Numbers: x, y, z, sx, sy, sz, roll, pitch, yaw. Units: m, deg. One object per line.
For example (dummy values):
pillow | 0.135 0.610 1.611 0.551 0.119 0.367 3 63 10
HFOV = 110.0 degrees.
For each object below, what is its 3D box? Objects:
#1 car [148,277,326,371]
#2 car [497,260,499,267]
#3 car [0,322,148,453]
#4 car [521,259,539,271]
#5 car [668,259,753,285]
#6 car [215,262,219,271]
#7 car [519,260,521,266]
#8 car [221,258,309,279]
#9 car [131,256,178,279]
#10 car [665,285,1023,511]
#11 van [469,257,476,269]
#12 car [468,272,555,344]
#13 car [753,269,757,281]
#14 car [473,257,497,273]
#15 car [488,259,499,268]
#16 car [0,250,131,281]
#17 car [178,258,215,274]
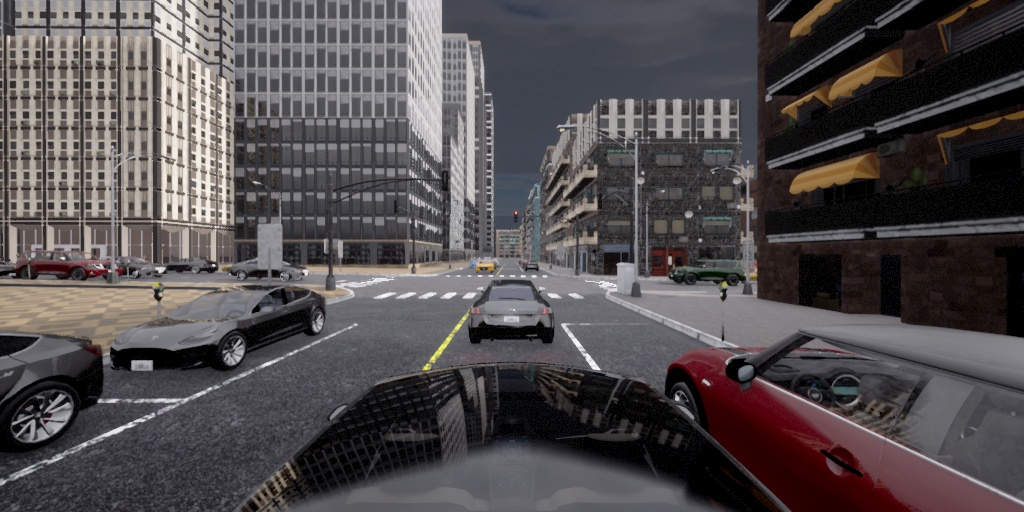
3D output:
car | -5.703 1.313 7.701 1.948 1.339 4.313 0 0 0
car | -3.237 1.231 53.428 2.128 1.511 4.902 0 0 0
car | -5.688 1.315 2.455 1.948 1.339 4.313 0 0 0
car | 2.566 1.305 47.369 1.948 1.339 4.313 0 0 0
car | 15.509 1.281 28.601 5.566 2.045 2.150 1 0 -1
car | -22.122 0.871 30.753 4.829 1.417 1.751 0 0 -1
car | 2.538 1.284 57.336 1.888 1.381 4.507 0 0 0
car | -16.791 0.952 24.954 4.902 1.511 2.128 1 0 -1
car | -26.753 0.766 24.808 4.902 1.511 2.128 1 0 -1
car | 2.692 1.189 2.479 1.967 1.591 4.097 0 0 0
van | -5.843 1.080 57.312 1.690 1.789 3.998 0 0 0
car | -0.017 1.311 9.634 1.994 1.385 4.181 0 0 0
car | 21.286 1.689 31.278 4.829 1.417 1.751 0 0 -1
car | -3.213 1.218 43.357 1.882 1.535 5.008 0 0 0
car | -3.230 1.265 63.594 1.812 1.442 4.674 0 0 0
car | -27.440 0.584 22.208 5.009 1.841 2.192 0 0 -1
car | -27.566 0.807 30.588 4.313 1.339 1.948 0 0 -1
